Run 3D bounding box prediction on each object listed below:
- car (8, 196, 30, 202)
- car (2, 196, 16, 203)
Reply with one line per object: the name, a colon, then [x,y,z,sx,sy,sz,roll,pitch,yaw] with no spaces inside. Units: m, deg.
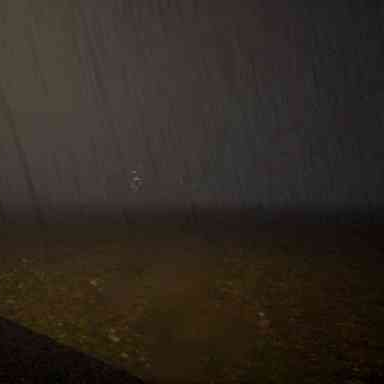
car: [-43.612,1.660,84.065,1.812,1.442,4.674,0,0,34]
car: [-41.370,1.656,74.815,2.128,1.511,4.902,0,0,34]
